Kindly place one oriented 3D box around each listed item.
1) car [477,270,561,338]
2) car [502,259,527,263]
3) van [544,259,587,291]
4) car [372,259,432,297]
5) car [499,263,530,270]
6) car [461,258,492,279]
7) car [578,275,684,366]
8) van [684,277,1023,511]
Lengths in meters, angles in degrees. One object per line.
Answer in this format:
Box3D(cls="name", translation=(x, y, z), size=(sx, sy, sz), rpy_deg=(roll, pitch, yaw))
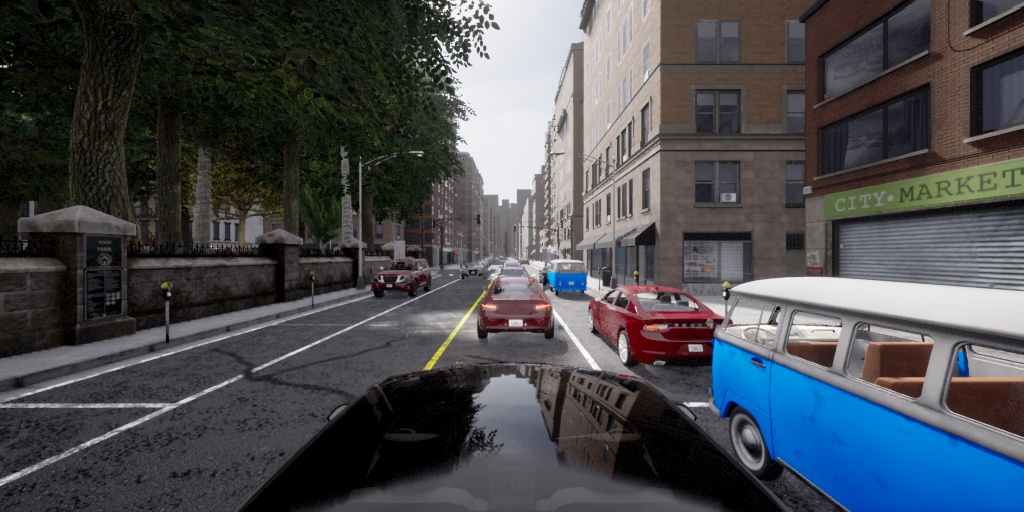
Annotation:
Box3D(cls="car", translation=(0.097, 1.275, 10.006), size=(1.812, 1.442, 4.674), rpy_deg=(0, 0, 0))
Box3D(cls="car", translation=(0.011, 1.243, 29.329), size=(1.837, 1.490, 4.892), rpy_deg=(0, 0, 0))
Box3D(cls="van", translation=(2.861, 1.086, 19.125), size=(1.690, 1.789, 3.998), rpy_deg=(0, 0, 0))
Box3D(cls="car", translation=(-5.663, 1.060, 19.087), size=(2.192, 1.841, 5.009), rpy_deg=(0, 0, 0))
Box3D(cls="car", translation=(0.102, 1.292, 19.585), size=(2.033, 1.411, 5.357), rpy_deg=(0, 0, 1))
Box3D(cls="car", translation=(-2.992, 1.096, 29.584), size=(1.994, 1.385, 4.181), rpy_deg=(0, 0, 0))
Box3D(cls="car", translation=(2.858, 1.294, 7.804), size=(1.888, 1.381, 4.507), rpy_deg=(0, 0, 0))
Box3D(cls="van", translation=(2.857, 1.091, 2.143), size=(1.690, 1.789, 3.998), rpy_deg=(0, 0, 0))
